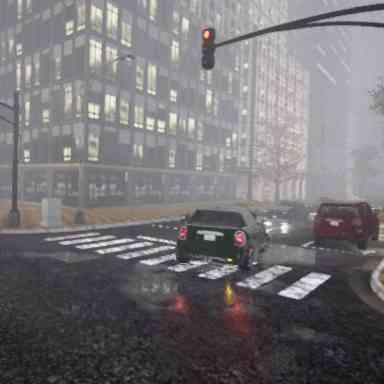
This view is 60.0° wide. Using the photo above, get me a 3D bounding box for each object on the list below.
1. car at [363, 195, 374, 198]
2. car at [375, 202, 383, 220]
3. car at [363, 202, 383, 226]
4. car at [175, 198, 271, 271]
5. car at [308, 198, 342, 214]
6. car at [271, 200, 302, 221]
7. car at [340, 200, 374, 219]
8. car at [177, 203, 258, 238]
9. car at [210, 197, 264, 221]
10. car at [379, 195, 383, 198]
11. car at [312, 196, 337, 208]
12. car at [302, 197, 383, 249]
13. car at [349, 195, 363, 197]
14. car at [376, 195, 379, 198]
[{"bbox_3d":[33.607,1.331,64.909,1.802,1.307,4.206,2,1,36],"label":"car"},{"bbox_3d":[16.888,1.598,28.199,1.802,1.307,4.206,2,1,36],"label":"car"},{"bbox_3d":[13.638,1.529,23.798,1.752,1.417,4.829,2,1,36],"label":"car"},{"bbox_3d":[1.161,1.214,10.869,2.097,1.767,4.553,3,2,19],"label":"car"},{"bbox_3d":[13.239,1.344,32.961,1.994,1.385,4.181,3,2,37],"label":"car"},{"bbox_3d":[7.259,1.303,24.892,2.033,1.411,5.357,3,2,37],"label":"car"},{"bbox_3d":[14.805,1.472,29.723,1.994,1.385,4.181,3,2,36],"label":"car"},{"bbox_3d":[1.465,1.332,17.056,1.895,1.301,4.718,3,2,36],"label":"car"},{"bbox_3d":[3.347,1.165,23.963,1.752,1.417,4.829,2,1,36],"label":"car"},{"bbox_3d":[47.013,1.339,83.045,2.008,1.369,4.403,2,1,36],"label":"car"},{"bbox_3d":[16.852,1.259,42.238,1.947,1.339,4.313,2,1,36],"label":"car"},{"bbox_3d":[6.838,1.290,14.585,2.192,1.841,5.009,2,1,36],"label":"car"},{"bbox_3d":[26.806,1.252,55.703,1.752,1.417,4.829,2,1,36],"label":"car"},{"bbox_3d":[36.959,1.310,69.443,2.008,1.369,4.403,2,1,36],"label":"car"}]
